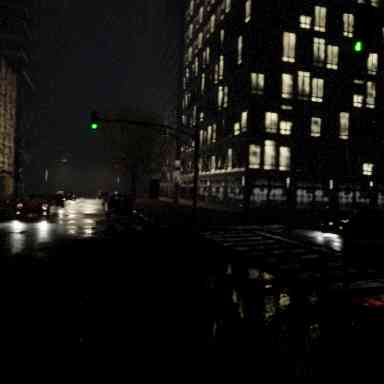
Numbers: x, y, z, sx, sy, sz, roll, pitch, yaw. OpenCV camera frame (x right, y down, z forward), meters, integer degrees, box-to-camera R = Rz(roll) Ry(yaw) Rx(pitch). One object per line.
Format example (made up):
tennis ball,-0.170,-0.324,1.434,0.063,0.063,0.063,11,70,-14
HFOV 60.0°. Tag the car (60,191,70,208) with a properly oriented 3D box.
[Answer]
car,-14.703,0.958,36.154,1.837,1.490,4.892,2,0,-16

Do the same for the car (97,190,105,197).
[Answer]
car,-25.115,0.408,91.817,1.967,1.590,4.097,1,0,-16

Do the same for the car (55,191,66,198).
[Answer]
car,-26.709,0.513,67.625,1.752,1.417,4.829,1,0,-16

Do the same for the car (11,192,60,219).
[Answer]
car,-11.178,0.945,24.065,2.097,1.767,4.553,2,0,-15

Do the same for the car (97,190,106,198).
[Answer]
car,-17.127,0.616,64.770,2.192,1.841,5.009,1,0,-16

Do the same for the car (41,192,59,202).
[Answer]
car,-21.969,0.749,51.567,1.947,1.339,4.313,1,0,-16

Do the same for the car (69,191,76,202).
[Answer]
car,-19.558,0.607,52.796,2.097,1.767,4.553,2,0,-16

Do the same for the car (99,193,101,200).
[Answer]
car,-10.746,1.143,43.135,1.802,1.307,4.206,1,0,-16

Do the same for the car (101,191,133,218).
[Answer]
car,-5.949,1.066,26.905,2.192,1.841,5.009,1,0,-16

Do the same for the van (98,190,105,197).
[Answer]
van,-23.515,0.376,86.407,1.690,1.788,3.998,1,0,-16

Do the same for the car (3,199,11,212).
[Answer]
car,-15.535,0.967,29.774,1.752,1.417,4.829,1,0,-16

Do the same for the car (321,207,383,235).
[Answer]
car,9.265,1.520,18.218,4.181,1.385,1.994,1,1,-17

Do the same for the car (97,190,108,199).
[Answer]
car,-20.321,0.483,75.588,2.192,1.841,5.009,1,0,-16

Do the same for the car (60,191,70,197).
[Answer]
car,-29.950,0.435,78.602,1.802,1.307,4.206,1,0,-16

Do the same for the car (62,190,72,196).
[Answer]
car,-31.546,0.337,84.009,2.008,1.369,4.403,1,0,-16
